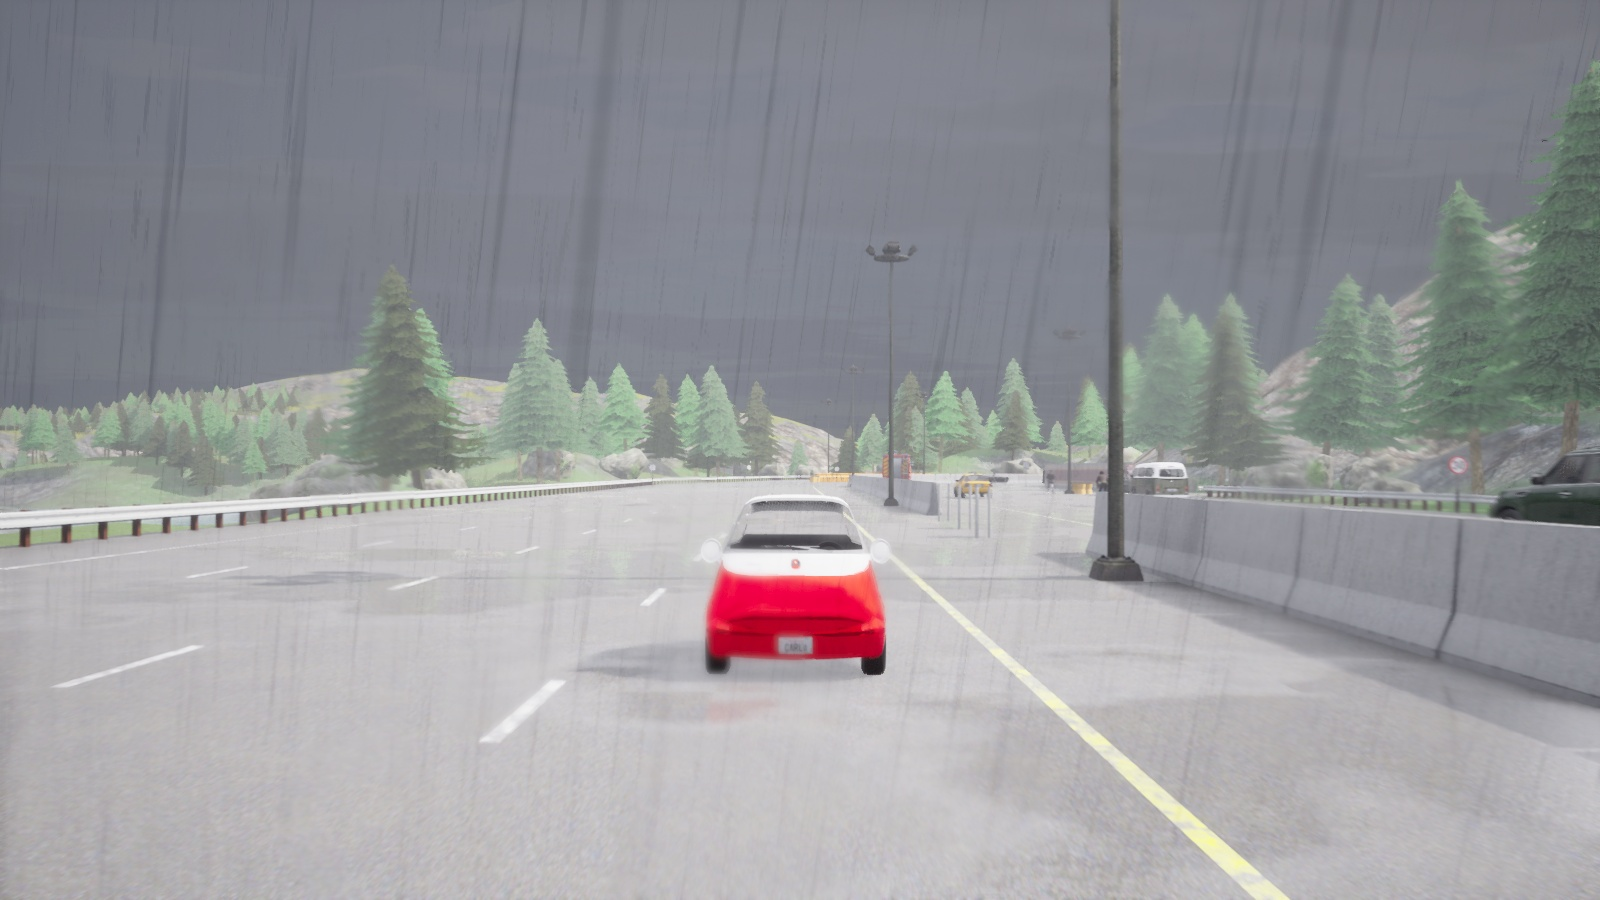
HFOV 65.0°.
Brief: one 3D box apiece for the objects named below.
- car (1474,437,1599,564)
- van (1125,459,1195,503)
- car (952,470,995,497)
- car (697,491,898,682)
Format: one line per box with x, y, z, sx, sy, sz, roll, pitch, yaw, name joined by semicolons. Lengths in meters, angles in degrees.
13.948;0.831;21.184;2.150;2.045;5.566;0;-1;0;car
17.357;1.489;60.798;2.069;2.038;4.480;0;-1;0;van
10.320;1.968;75.038;1.801;1.575;5.366;0;-1;0;car
-0.023;1.043;10.363;1.481;1.376;2.207;0;-1;0;car
